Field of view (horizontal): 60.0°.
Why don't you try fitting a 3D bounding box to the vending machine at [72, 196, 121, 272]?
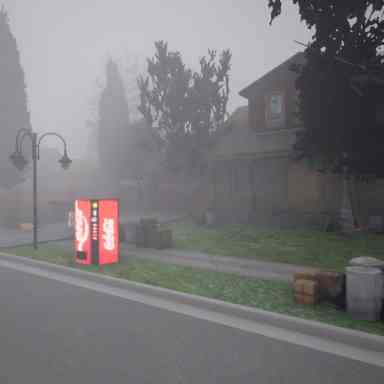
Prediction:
[{"bbox_3d":[-2.889,1.196,10.100,0.880,2.100,1.100,0,0,36],"label":"vending machine"}]
